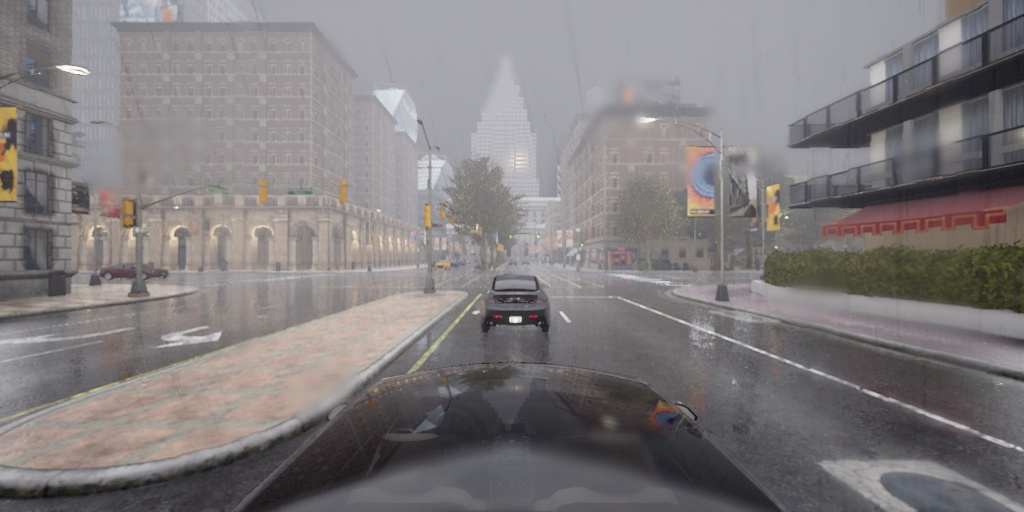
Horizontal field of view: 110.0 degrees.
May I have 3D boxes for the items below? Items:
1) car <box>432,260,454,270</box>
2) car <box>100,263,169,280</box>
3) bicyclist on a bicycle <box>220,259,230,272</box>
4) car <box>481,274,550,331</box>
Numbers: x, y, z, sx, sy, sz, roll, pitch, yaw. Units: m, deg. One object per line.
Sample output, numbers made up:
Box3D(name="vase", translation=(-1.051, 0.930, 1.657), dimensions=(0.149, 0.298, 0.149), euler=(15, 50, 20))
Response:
Box3D(name="car", translation=(-11.440, 1.471, 59.431), dimensions=(1.882, 1.535, 5.008), euler=(0, 0, 0))
Box3D(name="car", translation=(-33.648, 1.356, 32.060), dimensions=(5.008, 1.535, 1.882), euler=(0, 0, 0))
Box3D(name="bicyclist on a bicycle", translation=(-37.196, 1.240, 46.518), dimensions=(0.582, 1.620, 1.656), euler=(0, 0, 0))
Box3D(name="car", translation=(0.103, 1.296, 11.186), dimensions=(1.837, 1.490, 4.892), euler=(0, 0, 0))
